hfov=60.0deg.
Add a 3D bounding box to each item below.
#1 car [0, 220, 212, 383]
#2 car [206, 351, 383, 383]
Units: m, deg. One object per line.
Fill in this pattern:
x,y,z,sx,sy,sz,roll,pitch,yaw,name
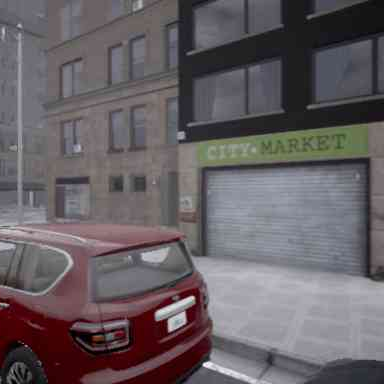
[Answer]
-2.087,1.325,4.570,5.009,1.841,2.192,0,0,35,car
2.410,1.563,1.361,4.313,1.339,1.947,0,0,35,car
